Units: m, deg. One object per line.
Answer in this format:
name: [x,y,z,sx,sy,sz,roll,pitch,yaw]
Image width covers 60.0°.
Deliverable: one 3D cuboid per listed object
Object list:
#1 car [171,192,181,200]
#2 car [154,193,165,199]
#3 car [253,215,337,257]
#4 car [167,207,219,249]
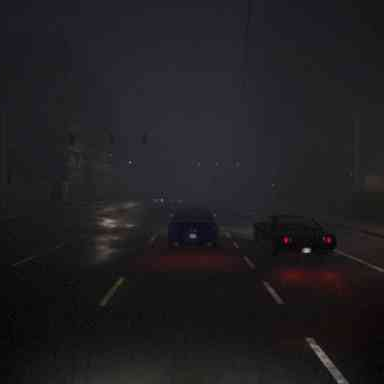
car: [-3.489,0.828,72.267,1.882,1.535,5.008,0,1,0]
car: [-6.989,0.902,72.269,1.994,1.385,4.181,0,1,0]
car: [3.539,1.488,12.426,1.895,1.301,4.718,0,1,1]
car: [0.054,1.351,13.937,1.882,1.535,5.008,0,0,1]
